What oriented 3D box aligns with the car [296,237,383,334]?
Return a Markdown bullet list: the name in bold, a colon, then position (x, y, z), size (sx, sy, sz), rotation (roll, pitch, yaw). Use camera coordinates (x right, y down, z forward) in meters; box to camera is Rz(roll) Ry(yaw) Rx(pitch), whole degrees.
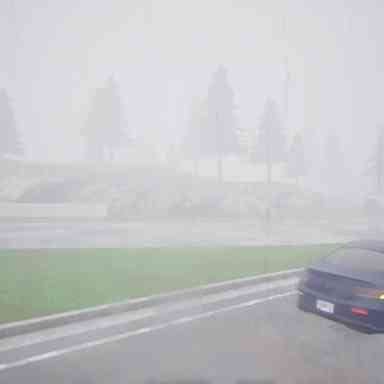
- **car**: position (3.981, 1.601, 6.304), size (4.674, 1.442, 1.812), rotation (1, 0, -32)
